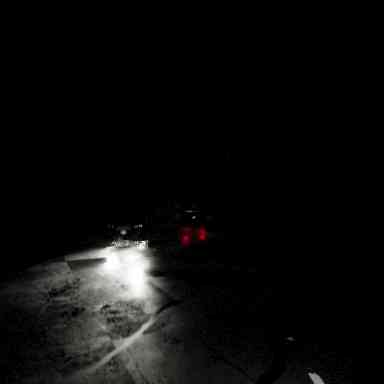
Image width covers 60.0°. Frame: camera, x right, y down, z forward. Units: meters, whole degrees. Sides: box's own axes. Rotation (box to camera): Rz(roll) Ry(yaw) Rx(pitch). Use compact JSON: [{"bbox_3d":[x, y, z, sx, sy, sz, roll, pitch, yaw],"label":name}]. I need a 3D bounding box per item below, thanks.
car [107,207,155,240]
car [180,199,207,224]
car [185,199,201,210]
[{"bbox_3d":[-3.074,1.565,17.380,2.128,1.511,4.902,0,0,0],"label":"car"},{"bbox_3d":[0.139,1.597,25.936,2.128,1.511,4.902,0,0,0],"label":"car"},{"bbox_3d":[0.167,1.686,46.337,2.128,1.511,4.902,0,-1,0],"label":"car"}]
